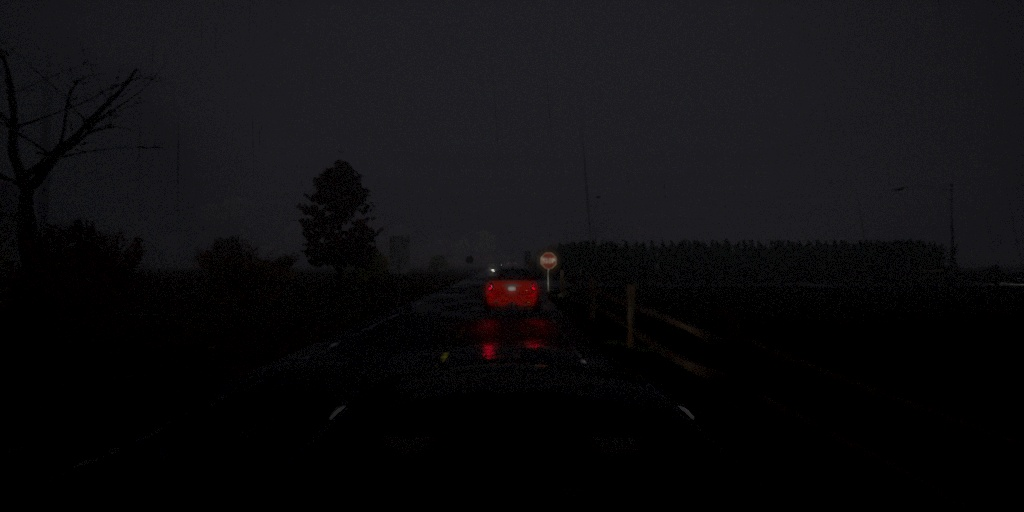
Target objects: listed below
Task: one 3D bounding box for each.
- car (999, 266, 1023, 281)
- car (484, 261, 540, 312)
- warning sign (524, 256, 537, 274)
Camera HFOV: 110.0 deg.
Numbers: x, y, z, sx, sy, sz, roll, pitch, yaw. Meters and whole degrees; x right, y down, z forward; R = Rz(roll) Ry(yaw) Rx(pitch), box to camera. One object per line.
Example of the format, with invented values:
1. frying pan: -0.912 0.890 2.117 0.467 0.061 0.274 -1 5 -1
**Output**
1. car: 46.461 1.556 31.888 5.008 1.535 1.882 0 -1 0
2. car: 0.031 1.230 15.157 2.097 1.767 4.553 0 -1 1
3. warning sign: 2.429 1.243 43.757 1.300 1.860 1.060 0 0 0
